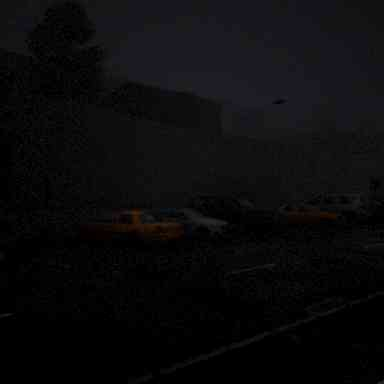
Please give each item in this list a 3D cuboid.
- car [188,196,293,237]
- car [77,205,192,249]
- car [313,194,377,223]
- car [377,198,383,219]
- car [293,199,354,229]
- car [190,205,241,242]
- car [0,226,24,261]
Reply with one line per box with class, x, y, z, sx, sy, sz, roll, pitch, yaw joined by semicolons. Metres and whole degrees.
car;2.182;1.234;18.092;5.566;2.045;2.435;-1;-1;35
car;-2.893;1.493;14.716;5.366;1.575;1.946;-1;0;35
car;9.467;1.180;23.343;5.566;2.045;2.435;-1;0;35
car;11.913;1.432;25.082;4.792;1.488;2.163;-1;0;35
car;7.200;1.447;21.483;5.366;1.575;1.946;-1;-1;35
car;-0.293;1.529;16.362;4.674;1.452;2.002;-1;-1;34
car;-7.603;1.522;11.118;4.792;1.488;2.163;-1;-1;35
